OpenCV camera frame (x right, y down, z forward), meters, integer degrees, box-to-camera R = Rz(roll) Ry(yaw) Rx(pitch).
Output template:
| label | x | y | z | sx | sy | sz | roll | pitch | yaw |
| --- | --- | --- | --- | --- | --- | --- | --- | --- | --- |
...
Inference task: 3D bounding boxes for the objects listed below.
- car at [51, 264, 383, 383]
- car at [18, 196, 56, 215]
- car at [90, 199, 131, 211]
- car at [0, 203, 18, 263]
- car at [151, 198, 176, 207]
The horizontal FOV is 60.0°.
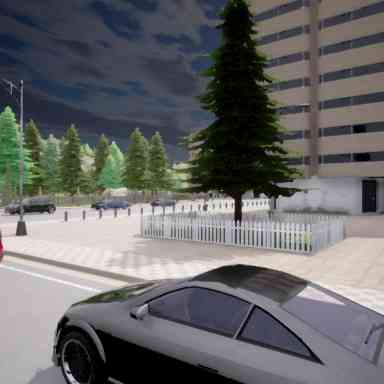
| label | x | y | z | sx | sy | sz | roll | pitch | yaw |
| --- | --- | --- | --- | --- | --- | --- | --- | --- | --- |
| car | 0.306 | 1.564 | 3.774 | 4.181 | 1.385 | 1.994 | 0 | 0 | 35 |
| car | -16.246 | 1.352 | 33.606 | 2.097 | 1.767 | 4.553 | 0 | 0 | 35 |
| car | -10.193 | 1.548 | 42.107 | 2.033 | 1.411 | 5.357 | 0 | 0 | 36 |
| car | -7.383 | 1.221 | 9.207 | 5.566 | 2.045 | 2.150 | 0 | 0 | 36 |
| car | -4.341 | 1.563 | 50.303 | 1.994 | 1.385 | 4.181 | 0 | 0 | 35 |
